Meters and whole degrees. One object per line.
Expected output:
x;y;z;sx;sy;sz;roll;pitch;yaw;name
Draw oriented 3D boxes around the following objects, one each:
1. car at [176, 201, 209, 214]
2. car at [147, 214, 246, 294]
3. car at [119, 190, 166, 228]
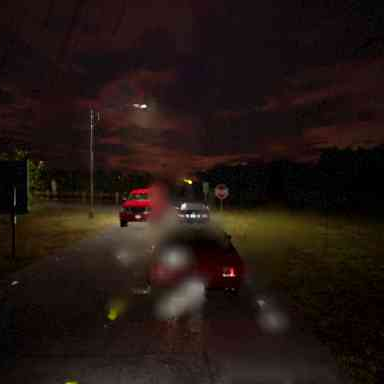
0.054;1.222;19.386;2.033;1.411;5.357;0;1;0;car
0.080;1.470;8.417;1.895;1.301;4.718;0;1;0;car
-2.797;0.889;19.915;2.150;2.045;5.566;0;1;0;car
